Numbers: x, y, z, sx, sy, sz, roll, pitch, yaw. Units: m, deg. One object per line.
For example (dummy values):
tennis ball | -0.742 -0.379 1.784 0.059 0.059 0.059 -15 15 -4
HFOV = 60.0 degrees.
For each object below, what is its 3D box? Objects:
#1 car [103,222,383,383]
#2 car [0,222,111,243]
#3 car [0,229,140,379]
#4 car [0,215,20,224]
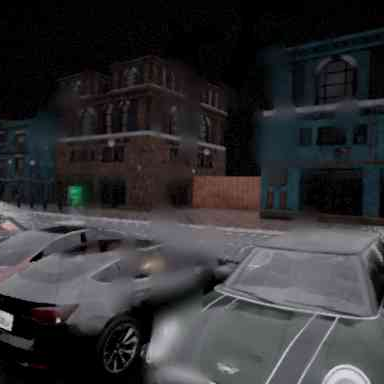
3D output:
car | 1.454 1.364 4.148 2.185 1.767 4.553 0 0 36
car | -3.118 1.542 7.337 2.163 1.488 4.792 0 0 36
car | -0.815 1.534 5.765 2.163 1.488 4.792 0 0 36
car | -7.651 1.374 10.570 2.185 1.767 4.553 1 0 36
